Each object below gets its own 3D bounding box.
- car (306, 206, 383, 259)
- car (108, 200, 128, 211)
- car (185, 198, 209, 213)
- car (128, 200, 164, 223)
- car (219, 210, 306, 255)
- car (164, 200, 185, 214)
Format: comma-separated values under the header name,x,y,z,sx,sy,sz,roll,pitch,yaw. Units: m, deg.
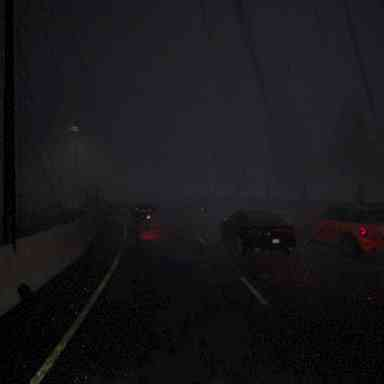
name,x,y,z,sx,sy,sz,roll,pitch,yaw
car,6.016,1.328,12.792,2.097,1.767,4.553,0,0,-7
car,-8.994,1.598,40.693,1.895,1.301,4.718,0,0,-24
car,0.261,1.481,36.389,1.837,1.490,4.892,0,0,-20
car,-3.644,1.499,25.635,1.837,1.490,4.892,0,0,-14
car,2.421,1.463,13.396,1.882,1.535,5.008,0,0,-8
car,-2.759,1.532,34.678,2.033,1.411,5.357,0,0,-20
